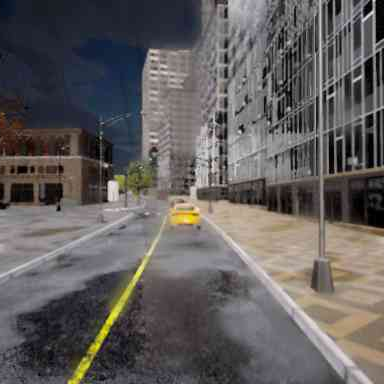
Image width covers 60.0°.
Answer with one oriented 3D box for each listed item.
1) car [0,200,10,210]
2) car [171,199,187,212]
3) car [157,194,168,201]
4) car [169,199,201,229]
[{"bbox_3d":[-25.862,1.656,43.014,4.403,1.369,2.008,0,-1,6],"label":"car"},{"bbox_3d":[-1.601,1.551,39.631,1.812,1.442,4.674,0,0,-5],"label":"car"},{"bbox_3d":[-7.146,1.547,83.175,1.812,1.442,4.674,0,0,-10],"label":"car"},{"bbox_3d":[-0.471,1.495,21.862,1.882,1.535,5.008,0,0,-2],"label":"car"}]
